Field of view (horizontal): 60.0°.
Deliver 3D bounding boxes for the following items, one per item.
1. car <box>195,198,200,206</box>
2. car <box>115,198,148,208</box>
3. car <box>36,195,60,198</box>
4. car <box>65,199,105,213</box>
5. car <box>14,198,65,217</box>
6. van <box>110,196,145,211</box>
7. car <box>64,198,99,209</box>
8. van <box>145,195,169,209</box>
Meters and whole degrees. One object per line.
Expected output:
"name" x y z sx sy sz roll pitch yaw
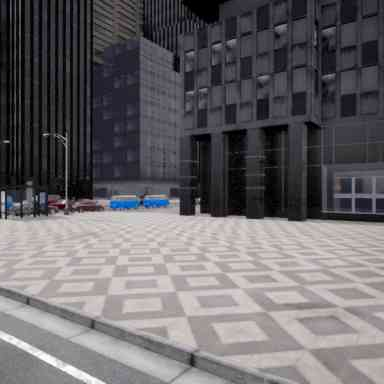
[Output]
"car" 1.864 1.569 54.069 1.802 1.307 4.206 0 0 35
"car" -8.859 1.572 49.104 1.895 1.301 4.718 0 0 36
"car" -18.256 1.285 40.517 2.192 1.841 5.009 0 0 35
"car" -11.312 1.576 35.573 1.802 1.307 4.206 0 0 35
"car" -14.606 1.549 30.948 2.008 1.369 4.403 0 0 35
"van" -8.017 1.332 40.197 1.690 1.788 3.998 0 0 35
"car" -14.962 1.548 45.142 1.802 1.307 4.206 0 0 35
"van" -4.724 1.330 44.821 1.690 1.788 3.998 0 0 35
